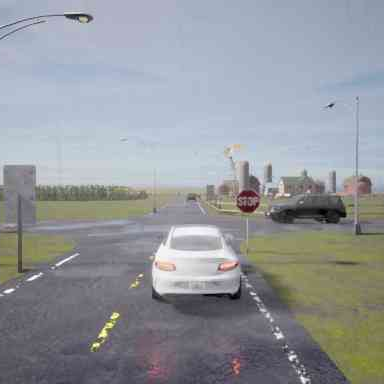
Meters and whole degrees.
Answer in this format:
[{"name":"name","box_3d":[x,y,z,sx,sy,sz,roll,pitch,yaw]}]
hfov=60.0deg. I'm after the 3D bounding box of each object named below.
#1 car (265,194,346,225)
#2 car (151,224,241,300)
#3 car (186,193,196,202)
[{"name":"car","box_3d":[8.155,1.201,23.890,5.566,2.045,2.150,0,0,-7]},{"name":"car","box_3d":[0.084,1.524,8.277,1.812,1.442,4.674,0,0,0]},{"name":"car","box_3d":[-0.158,1.229,78.676,2.150,2.045,5.566,0,0,0]}]
